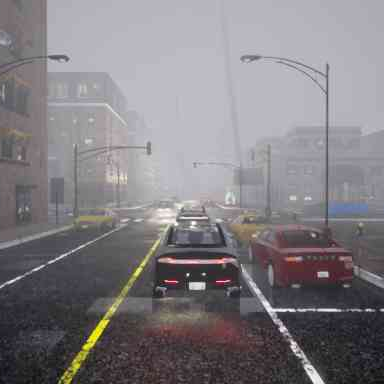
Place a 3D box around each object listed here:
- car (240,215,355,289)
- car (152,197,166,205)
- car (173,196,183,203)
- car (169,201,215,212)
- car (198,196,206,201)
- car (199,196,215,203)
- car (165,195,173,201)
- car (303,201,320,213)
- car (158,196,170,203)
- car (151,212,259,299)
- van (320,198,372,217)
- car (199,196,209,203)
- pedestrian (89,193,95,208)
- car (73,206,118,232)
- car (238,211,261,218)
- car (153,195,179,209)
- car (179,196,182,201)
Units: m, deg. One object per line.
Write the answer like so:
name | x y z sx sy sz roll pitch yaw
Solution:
car | 2.665 1.545 9.003 1.887 1.381 4.507 0 0 0
car | -5.826 1.584 58.535 2.008 1.369 4.403 0 0 0
car | -3.166 1.582 74.841 2.128 1.511 4.902 0 0 0
car | 0.060 1.494 18.828 2.128 1.511 4.902 0 0 0
car | 2.491 1.629 87.049 2.008 1.369 4.403 -1 0 0
car | 2.566 1.466 52.869 1.967 1.590 4.097 0 0 0
car | -5.890 1.603 86.848 1.752 1.417 4.829 0 0 0
car | 14.582 1.599 36.979 4.181 1.385 1.994 0 0 -1
car | -5.851 1.600 69.928 2.008 1.369 4.403 0 0 0
car | 0.084 1.491 8.459 2.128 1.511 4.902 0 0 0
van | 14.589 1.415 31.190 3.998 1.788 1.690 0 0 -1
car | 2.529 1.600 69.959 2.008 1.369 4.403 0 0 0
pedestrian | -12.725 1.083 42.248 0.375 1.860 0.375 0 0 -1
car | -5.741 1.529 20.213 1.752 1.417 4.829 0 0 0
car | 2.652 1.527 14.870 1.752 1.417 4.829 0 0 0
car | -3.498 1.505 45.872 2.128 1.511 4.902 0 0 4
car | -3.201 1.564 62.271 1.812 1.442 4.674 0 0 0
